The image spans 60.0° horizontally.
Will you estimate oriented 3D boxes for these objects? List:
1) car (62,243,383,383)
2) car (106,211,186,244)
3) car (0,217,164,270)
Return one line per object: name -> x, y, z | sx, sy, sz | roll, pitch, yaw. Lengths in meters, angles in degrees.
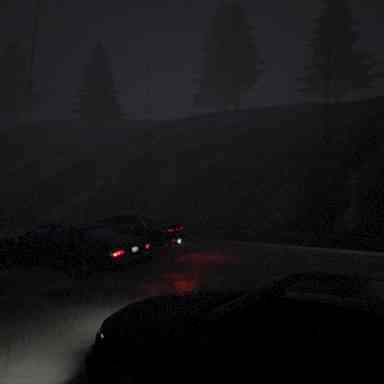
car -> 1.069, 1.519, 3.033 | 4.674, 1.442, 1.812 | -1, 0, 34
car -> -2.614, 1.547, 13.191 | 4.892, 1.490, 1.837 | -1, -1, 27
car -> -3.750, 1.594, 9.968 | 5.357, 1.411, 2.033 | -1, 0, 27
